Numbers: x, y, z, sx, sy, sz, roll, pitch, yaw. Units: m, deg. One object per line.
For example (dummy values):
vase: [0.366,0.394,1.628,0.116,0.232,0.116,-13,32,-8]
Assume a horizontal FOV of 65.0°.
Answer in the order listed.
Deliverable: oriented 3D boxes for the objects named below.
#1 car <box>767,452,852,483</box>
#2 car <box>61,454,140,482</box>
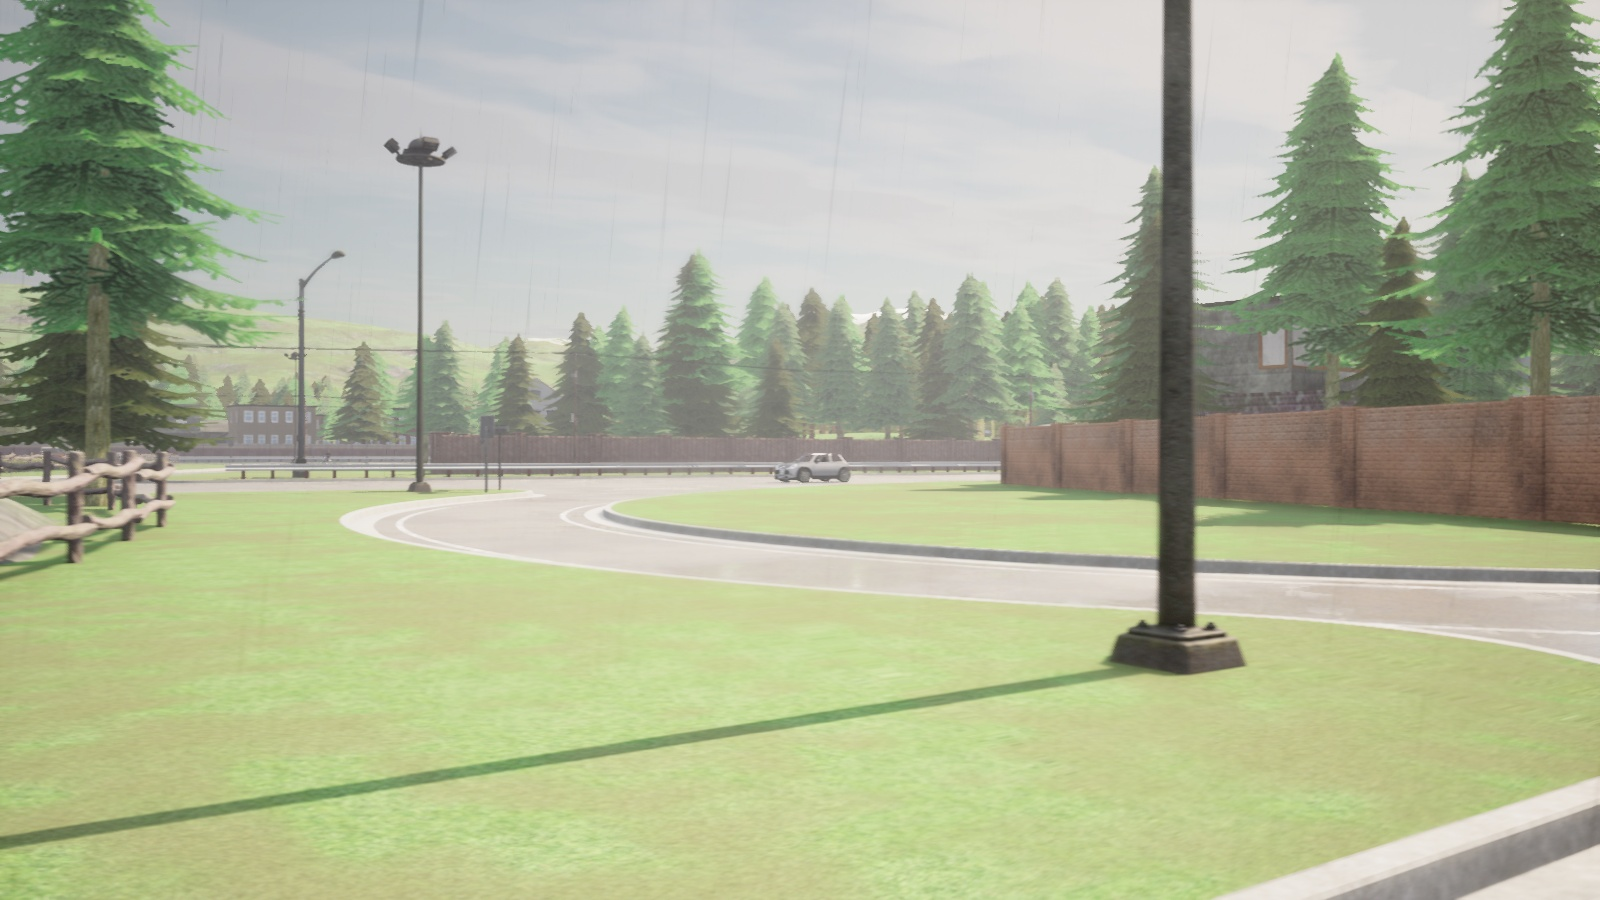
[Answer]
car: [0.492,0.864,63.337,3.806,1.475,1.970,0,0,-35]
car: [-38.389,0.951,69.072,2.128,1.511,4.902,0,0,-7]
